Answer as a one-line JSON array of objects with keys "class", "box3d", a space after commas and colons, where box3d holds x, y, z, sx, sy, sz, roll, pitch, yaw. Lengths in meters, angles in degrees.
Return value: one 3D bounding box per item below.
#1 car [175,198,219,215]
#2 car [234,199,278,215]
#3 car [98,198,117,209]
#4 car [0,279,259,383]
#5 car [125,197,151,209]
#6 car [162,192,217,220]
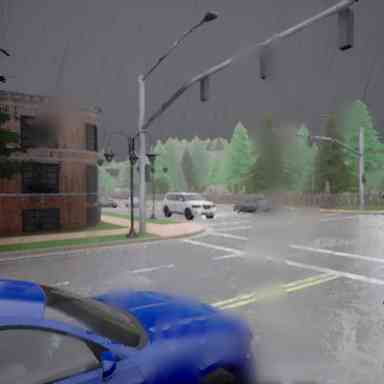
[{"class": "car", "box3d": [0.398, 1.351, 31.385, 1.994, 1.385, 4.181, -1, 0, -35]}, {"class": "car", "box3d": [5.718, 1.308, 30.183, 1.994, 1.385, 4.181, -1, 0, -35]}, {"class": "car", "box3d": [-10.874, 1.391, 41.535, 1.994, 1.385, 4.181, -1, 0, -34]}, {"class": "car", "box3d": [-1.644, 1.477, 2.569, 5.008, 1.535, 1.882, -1, 0, -36]}, {"class": "car", "box3d": [-6.929, 1.312, 41.970, 1.812, 1.442, 4.674, -1, 0, -34]}, {"class": "car", "box3d": [-0.364, 1.048, 26.400, 2.150, 2.045, 5.566, -1, 1, -33]}]
